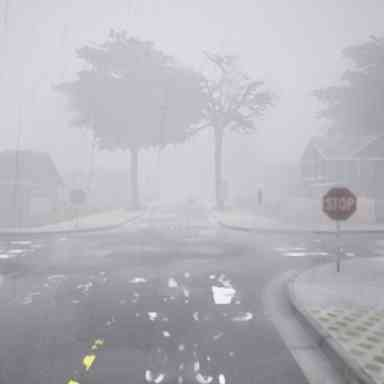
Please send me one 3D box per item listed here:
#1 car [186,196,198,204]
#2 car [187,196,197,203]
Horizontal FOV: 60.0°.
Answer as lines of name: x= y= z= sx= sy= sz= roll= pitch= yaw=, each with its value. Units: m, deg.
car: x=0.000 y=1.362 z=57.944 sx=1.812 sy=1.442 sz=4.674 roll=0 pitch=0 yaw=0
car: x=-0.001 y=1.423 z=67.977 sx=1.895 sy=1.301 sz=4.718 roll=0 pitch=0 yaw=0
